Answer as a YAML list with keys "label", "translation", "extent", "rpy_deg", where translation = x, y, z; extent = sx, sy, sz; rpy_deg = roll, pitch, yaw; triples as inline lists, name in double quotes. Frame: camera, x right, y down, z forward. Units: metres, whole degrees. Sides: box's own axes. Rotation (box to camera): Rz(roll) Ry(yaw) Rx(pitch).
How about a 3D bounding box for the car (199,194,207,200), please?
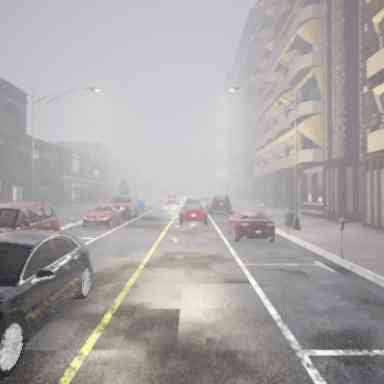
- label: "car"
  translation: [2.714, 1.270, 84.068]
  extent: [1.802, 1.307, 4.206]
  rpy_deg: [1, 0, 0]

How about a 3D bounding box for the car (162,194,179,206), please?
- label: "car"
  translation: [-2.993, 1.187, 50.530]
  extent: [2.097, 1.767, 4.553]
  rpy_deg: [0, 0, 0]

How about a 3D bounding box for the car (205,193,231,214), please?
- label: "car"
  translation: [2.712, 1.186, 32.887]
  extent: [2.192, 1.841, 5.009]
  rpy_deg: [1, 0, 0]

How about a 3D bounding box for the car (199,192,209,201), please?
- label: "car"
  translation: [2.717, 1.022, 78.380]
  extent: [2.192, 1.841, 5.009]
  rpy_deg: [1, 0, 0]

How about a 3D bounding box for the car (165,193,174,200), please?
- label: "car"
  translation: [-5.631, 1.129, 84.010]
  extent: [1.967, 1.590, 4.097]
  rpy_deg: [1, 0, 0]

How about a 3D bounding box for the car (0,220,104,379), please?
- label: "car"
  translation: [-3.100, 1.483, 5.523]
  extent: [1.837, 1.490, 4.892]
  rpy_deg: [0, 0, 0]

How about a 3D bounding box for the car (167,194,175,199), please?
- label: "car"
  translation: [-5.632, 1.252, 89.697]
  extent: [1.802, 1.307, 4.206]
  rpy_deg: [1, 0, 0]

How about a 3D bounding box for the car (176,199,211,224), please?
- label: "car"
  translation: [0.098, 1.470, 23.904]
  extent: [1.994, 1.385, 4.181]
  rpy_deg: [0, 0, 0]

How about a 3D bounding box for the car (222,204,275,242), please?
- label: "car"
  translation: [2.705, 1.482, 15.829]
  extent: [1.887, 1.381, 4.507]
  rpy_deg: [1, 0, 0]

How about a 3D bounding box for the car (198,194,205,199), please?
- label: "car"
  translation: [2.715, 1.217, 95.441]
  extent: [1.947, 1.339, 4.313]
  rpy_deg: [1, 0, 0]

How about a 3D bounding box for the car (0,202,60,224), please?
- label: "car"
  translation: [-5.671, 1.275, 10.081]
  extent: [2.192, 1.841, 5.009]
  rpy_deg: [1, 0, 0]

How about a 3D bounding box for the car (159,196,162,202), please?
- label: "car"
  translation: [-5.634, 1.273, 66.780]
  extent: [1.752, 1.417, 4.829]
  rpy_deg: [1, 0, 0]

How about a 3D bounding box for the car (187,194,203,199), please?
- label: "car"
  translation: [0.096, 1.318, 41.035]
  extent: [1.882, 1.535, 5.008]
  rpy_deg: [0, 0, 0]

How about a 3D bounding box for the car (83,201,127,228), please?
- label: "car"
  translation: [-5.682, 1.497, 21.456]
  extent: [1.802, 1.307, 4.206]
  rpy_deg: [1, 0, 0]

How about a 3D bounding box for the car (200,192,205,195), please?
- label: "car"
  translation: [2.712, 1.297, 67.007]
  extent: [2.008, 1.369, 4.403]
  rpy_deg: [1, 0, 0]

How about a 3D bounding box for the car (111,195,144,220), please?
- label: "car"
  translation: [-5.655, 1.209, 27.142]
  extent: [2.192, 1.841, 5.009]
  rpy_deg: [1, 0, 0]

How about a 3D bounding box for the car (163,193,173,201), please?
- label: "car"
  translation: [-5.631, 1.148, 78.322]
  extent: [1.967, 1.590, 4.097]
  rpy_deg: [1, 0, 0]

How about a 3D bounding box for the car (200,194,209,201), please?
- label: "car"
  translation: [2.713, 1.252, 72.864]
  extent: [1.752, 1.417, 4.829]
  rpy_deg: [1, 0, 0]
